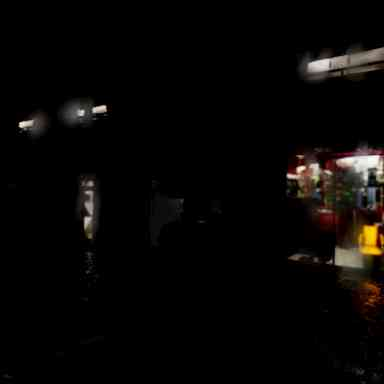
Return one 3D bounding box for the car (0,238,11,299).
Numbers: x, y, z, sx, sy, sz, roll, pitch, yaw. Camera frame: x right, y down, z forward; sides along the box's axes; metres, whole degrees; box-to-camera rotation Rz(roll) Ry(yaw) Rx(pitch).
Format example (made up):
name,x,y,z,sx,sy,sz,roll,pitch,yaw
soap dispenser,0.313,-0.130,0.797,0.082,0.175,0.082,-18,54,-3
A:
name,x,y,z,sx,sy,sz,roll,pitch,yaw
car,-5.636,1.312,6.708,5.009,1.841,2.192,0,1,35
